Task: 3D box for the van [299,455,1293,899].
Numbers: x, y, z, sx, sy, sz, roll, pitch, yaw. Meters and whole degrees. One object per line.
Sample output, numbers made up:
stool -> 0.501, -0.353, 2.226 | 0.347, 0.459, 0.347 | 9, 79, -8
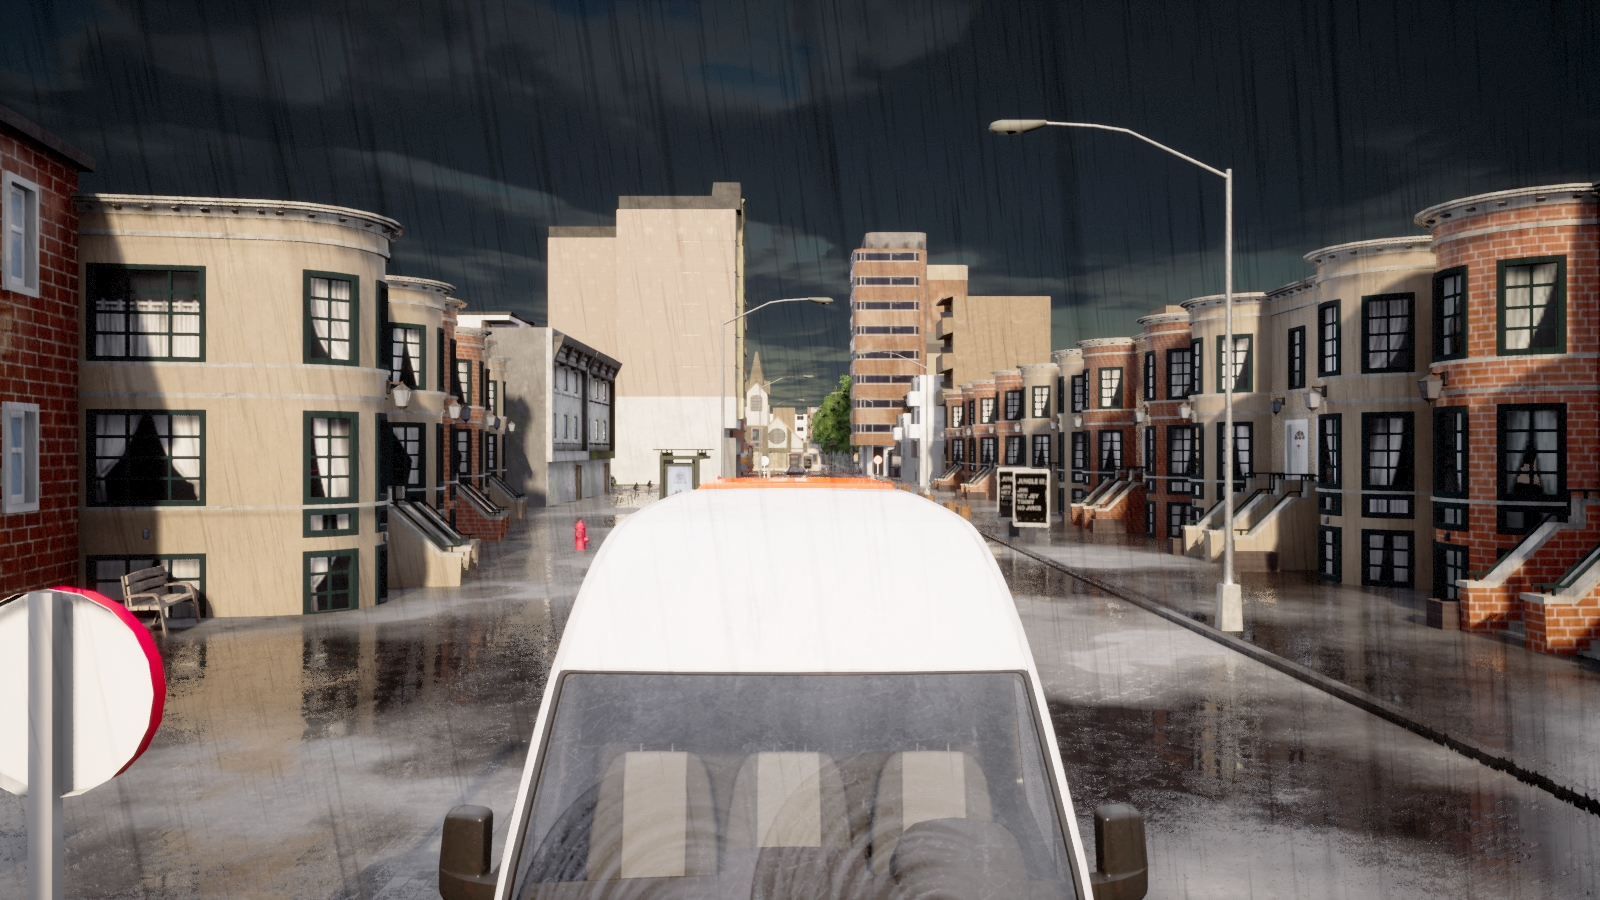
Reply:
van -> -0.019, 1.314, 5.243 | 1.988, 2.561, 5.915 | 0, 0, 0
